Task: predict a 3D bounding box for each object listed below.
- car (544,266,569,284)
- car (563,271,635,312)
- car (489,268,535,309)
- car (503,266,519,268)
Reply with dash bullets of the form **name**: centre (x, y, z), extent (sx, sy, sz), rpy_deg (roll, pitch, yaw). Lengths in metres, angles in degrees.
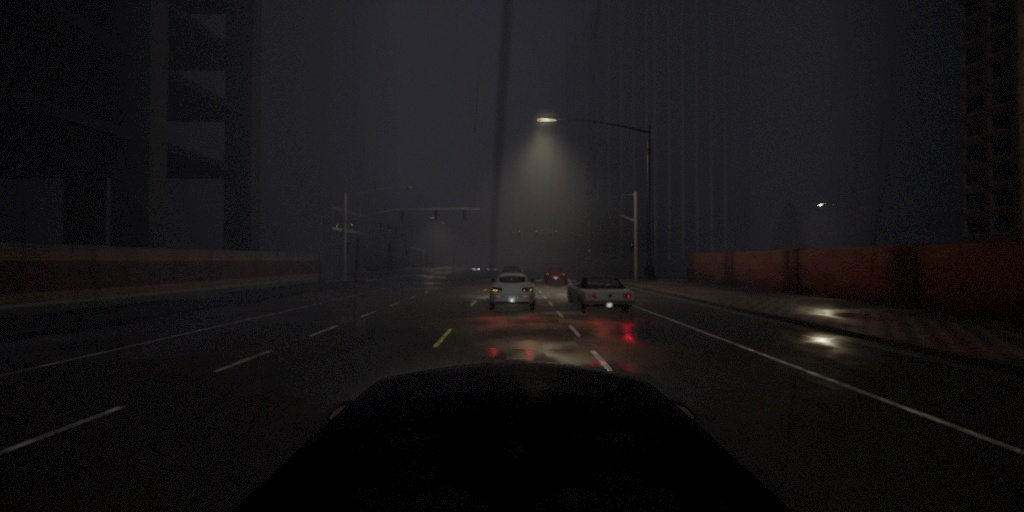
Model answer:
- **car**: centre (3.851, 1.594, 30.763), extent (1.812, 1.442, 4.674), rpy_deg (0, 0, 9)
- **car**: centre (3.519, 1.498, 15.090), extent (1.895, 1.301, 4.718), rpy_deg (0, -1, 1)
- **car**: centre (0.027, 1.429, 15.735), extent (1.812, 1.442, 4.674), rpy_deg (0, 0, 1)
- **car**: centre (-0.060, 1.571, 30.364), extent (1.837, 1.490, 4.892), rpy_deg (0, 0, -1)
